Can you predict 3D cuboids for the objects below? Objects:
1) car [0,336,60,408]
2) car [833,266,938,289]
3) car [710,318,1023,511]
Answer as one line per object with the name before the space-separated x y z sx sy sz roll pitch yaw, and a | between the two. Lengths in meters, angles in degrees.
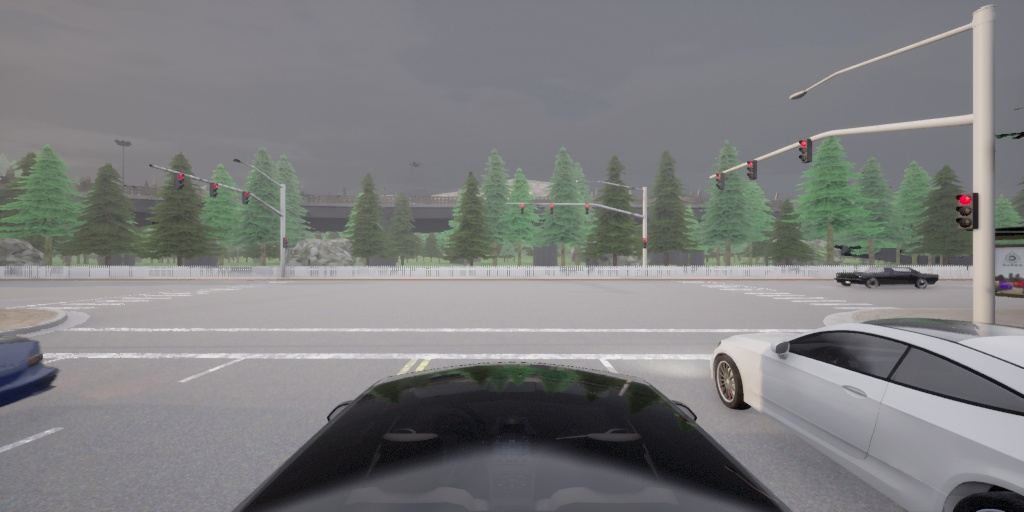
car | -6.772 1.297 2.059 2.033 1.411 5.357 0 0 4
car | 22.861 1.295 22.055 4.718 1.301 1.895 0 0 0
car | 3.656 1.276 3.149 1.812 1.442 4.674 0 0 2
